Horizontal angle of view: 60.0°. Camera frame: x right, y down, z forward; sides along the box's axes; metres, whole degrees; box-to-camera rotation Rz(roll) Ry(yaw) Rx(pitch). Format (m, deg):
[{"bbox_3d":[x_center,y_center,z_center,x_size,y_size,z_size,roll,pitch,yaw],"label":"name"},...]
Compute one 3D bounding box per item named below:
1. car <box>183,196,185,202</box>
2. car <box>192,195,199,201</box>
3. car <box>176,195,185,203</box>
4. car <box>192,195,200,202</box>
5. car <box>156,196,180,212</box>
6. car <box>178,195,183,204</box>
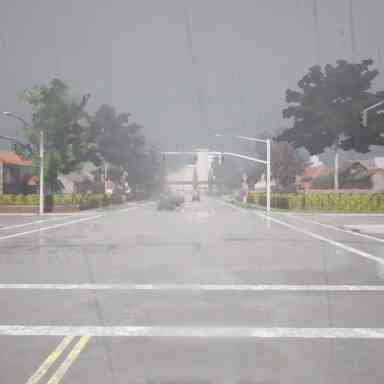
[{"bbox_3d":[-2.683,1.547,63.200,2.033,1.411,5.357,0,0,1],"label":"car"},{"bbox_3d":[1.051,1.514,89.523,1.812,1.442,4.674,0,0,0],"label":"car"},{"bbox_3d":[-2.558,1.478,73.527,1.882,1.535,5.008,0,0,0],"label":"car"},{"bbox_3d":[0.981,1.500,79.125,1.837,1.490,4.892,0,0,0],"label":"car"},{"bbox_3d":[-2.935,1.548,39.165,2.033,1.411,5.357,0,0,2],"label":"car"},{"bbox_3d":[-2.792,1.507,51.553,1.837,1.490,4.892,0,-1,1],"label":"car"}]
